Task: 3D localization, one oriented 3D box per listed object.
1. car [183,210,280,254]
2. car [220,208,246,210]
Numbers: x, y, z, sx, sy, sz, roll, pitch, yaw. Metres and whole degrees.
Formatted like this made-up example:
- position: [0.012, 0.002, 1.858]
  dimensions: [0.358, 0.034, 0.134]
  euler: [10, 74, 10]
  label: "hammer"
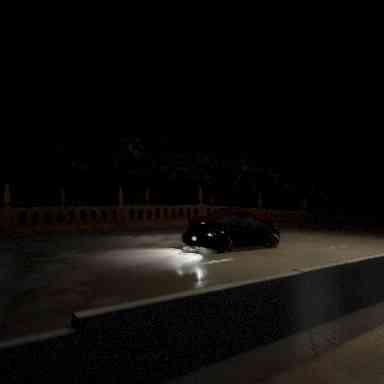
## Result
- position: [1.711, 1.630, 13.813]
  dimensions: [4.181, 1.385, 1.994]
  euler: [2, -1, -35]
  label: "car"
- position: [2.102, 1.635, 18.391]
  dimensions: [5.008, 1.535, 1.882]
  euler: [2, -1, -35]
  label: "car"
